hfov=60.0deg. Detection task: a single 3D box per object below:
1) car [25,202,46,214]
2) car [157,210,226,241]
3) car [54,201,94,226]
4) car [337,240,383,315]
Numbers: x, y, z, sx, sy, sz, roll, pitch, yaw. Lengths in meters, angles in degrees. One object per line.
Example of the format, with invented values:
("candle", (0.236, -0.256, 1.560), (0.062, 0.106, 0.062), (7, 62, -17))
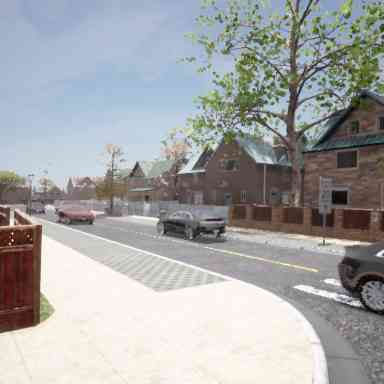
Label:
("car", (-19.930, 2.093, 42.341), (1.837, 1.490, 4.892), (2, -2, -34))
("car", (-0.171, 1.730, 18.292), (2.128, 1.511, 4.902), (2, -2, -34))
("car", (-9.352, 1.774, 26.578), (1.882, 1.535, 5.008), (2, -2, -34))
("car", (4.935, 1.543, 5.503), (1.837, 1.490, 4.892), (1, -1, -34))
